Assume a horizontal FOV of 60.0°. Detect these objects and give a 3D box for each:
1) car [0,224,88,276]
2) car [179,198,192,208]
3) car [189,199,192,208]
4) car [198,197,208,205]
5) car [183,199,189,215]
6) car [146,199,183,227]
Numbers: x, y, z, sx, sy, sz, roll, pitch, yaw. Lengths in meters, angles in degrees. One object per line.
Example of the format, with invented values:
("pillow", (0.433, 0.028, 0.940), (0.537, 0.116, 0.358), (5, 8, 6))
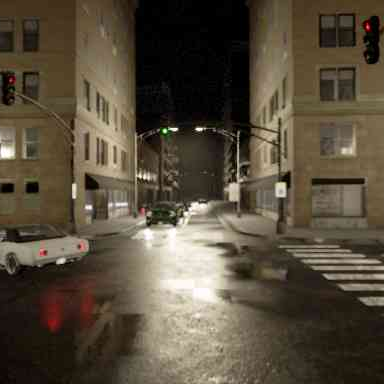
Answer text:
("car", (-5.610, 1.682, 10.604), (4.718, 1.301, 1.895), (0, -1, 31))
("car", (-0.991, 1.796, 53.062), (1.812, 1.442, 4.674), (0, 0, 2))
("car", (-1.338, 1.722, 42.780), (1.837, 1.490, 4.892), (0, 0, 2))
("car", (2.162, 1.814, 65.679), (2.128, 1.511, 4.902), (0, 0, 2))
("car", (-1.702, 1.662, 33.319), (2.128, 1.511, 4.902), (0, 0, 2))
("car", (-2.010, 1.478, 24.114), (2.097, 1.767, 4.553), (0, 0, 2))
